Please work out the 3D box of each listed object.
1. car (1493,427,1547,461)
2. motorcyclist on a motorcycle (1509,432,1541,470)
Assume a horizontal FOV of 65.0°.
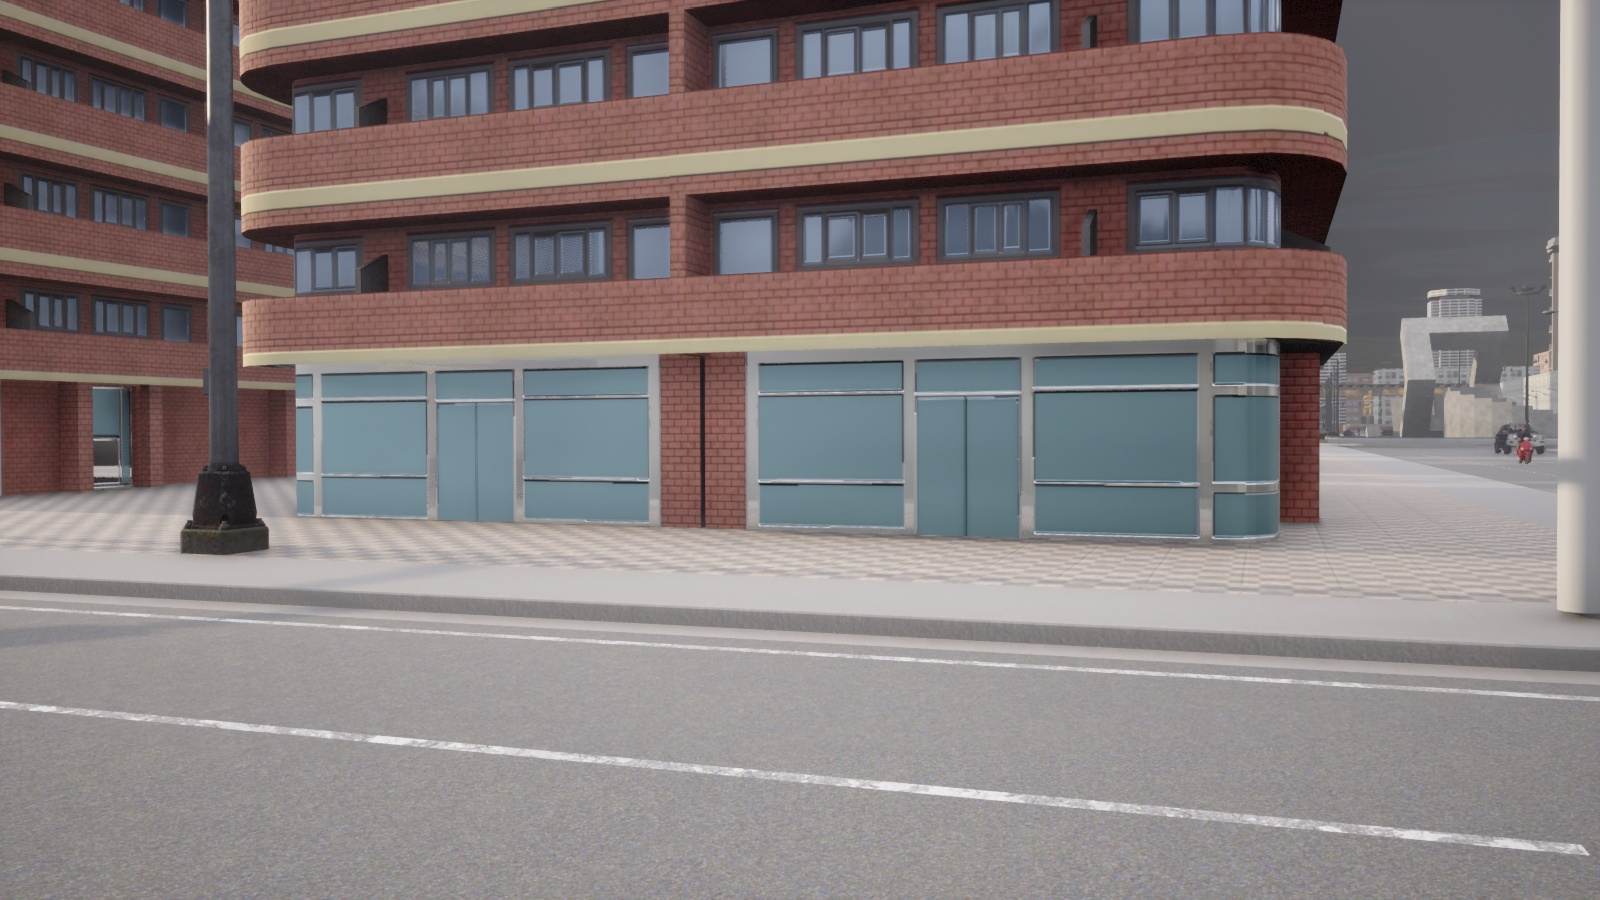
[{"bbox_3d":[41.478,-0.361,72.427,1.932,1.855,4.605,1,1,20],"label":"car"},{"bbox_3d":[30.885,0.039,53.544,0.866,1.590,1.817,1,1,20],"label":"motorcyclist on a motorcycle"}]
